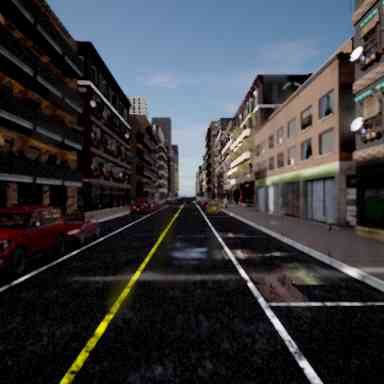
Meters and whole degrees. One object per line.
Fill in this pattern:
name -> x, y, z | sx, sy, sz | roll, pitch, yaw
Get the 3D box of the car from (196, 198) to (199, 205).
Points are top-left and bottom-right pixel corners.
car -> 2.257, 2.124, 72.893 | 2.008, 1.369, 4.403 | 0, 0, 0

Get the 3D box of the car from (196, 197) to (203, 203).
car -> 2.119, 2.275, 95.607 | 1.752, 1.417, 4.829 | 0, 0, 0

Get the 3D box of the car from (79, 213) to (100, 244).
car -> -5.780, 1.727, 16.486 | 1.802, 1.307, 4.206 | 0, 0, 0

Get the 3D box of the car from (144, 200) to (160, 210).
car -> -5.986, 1.958, 50.303 | 1.887, 1.381, 4.507 | 0, 0, 0

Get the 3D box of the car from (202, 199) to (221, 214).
car -> 2.462, 1.835, 39.248 | 1.752, 1.417, 4.829 | 0, 0, 0

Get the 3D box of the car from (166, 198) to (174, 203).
car -> -6.261, 2.316, 95.390 | 2.008, 1.369, 4.403 | 0, 0, 0

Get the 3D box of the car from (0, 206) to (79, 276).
car -> -5.745, 1.415, 10.852 | 2.192, 1.841, 5.009 | 0, 0, 0

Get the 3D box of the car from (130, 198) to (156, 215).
car -> -5.917, 1.640, 39.033 | 2.192, 1.841, 5.009 | 0, 0, 0

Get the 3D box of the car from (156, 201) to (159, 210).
car -> -5.952, 1.809, 44.667 | 1.967, 1.590, 4.097 | 0, 0, 0

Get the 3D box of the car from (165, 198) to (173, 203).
car -> -6.226, 2.272, 89.754 | 2.008, 1.369, 4.403 | 0, 0, 0

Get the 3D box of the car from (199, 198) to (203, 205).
car -> 2.394, 1.942, 50.350 | 1.887, 1.381, 4.507 | 0, 0, 0
